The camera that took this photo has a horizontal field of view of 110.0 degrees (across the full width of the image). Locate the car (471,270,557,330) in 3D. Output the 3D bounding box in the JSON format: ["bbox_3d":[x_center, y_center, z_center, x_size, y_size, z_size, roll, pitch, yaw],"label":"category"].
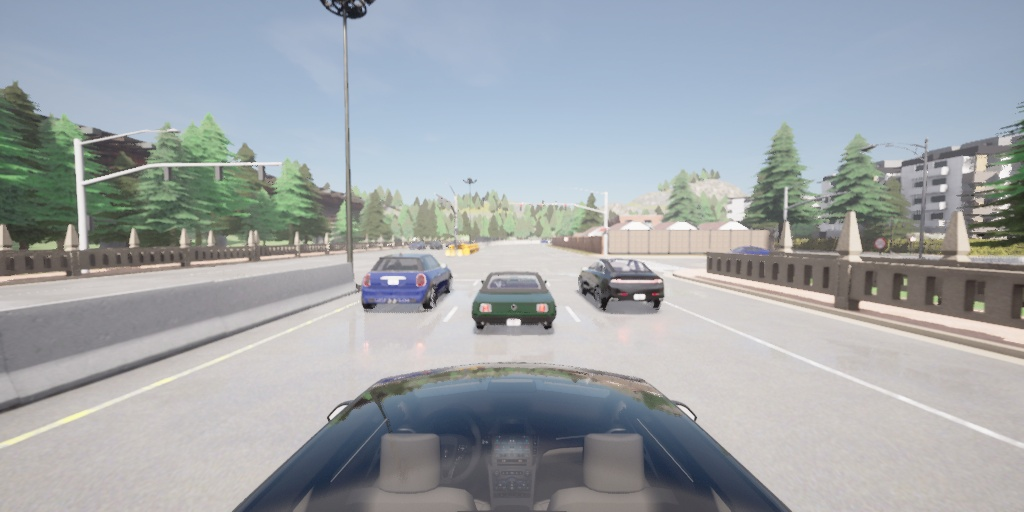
[{"bbox_3d":[0.056,1.041,9.948,1.895,1.301,4.718,0,3,0],"label":"car"}]

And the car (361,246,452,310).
[{"bbox_3d":[-3.434,0.669,12.522,2.097,1.767,4.553,0,3,0],"label":"car"}]

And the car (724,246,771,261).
[{"bbox_3d":[21.853,-0.196,33.705,4.674,1.442,1.812,0,3,2],"label":"car"}]

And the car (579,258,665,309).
[{"bbox_3d":[3.565,0.816,12.402,2.128,1.511,4.902,0,3,0],"label":"car"}]
